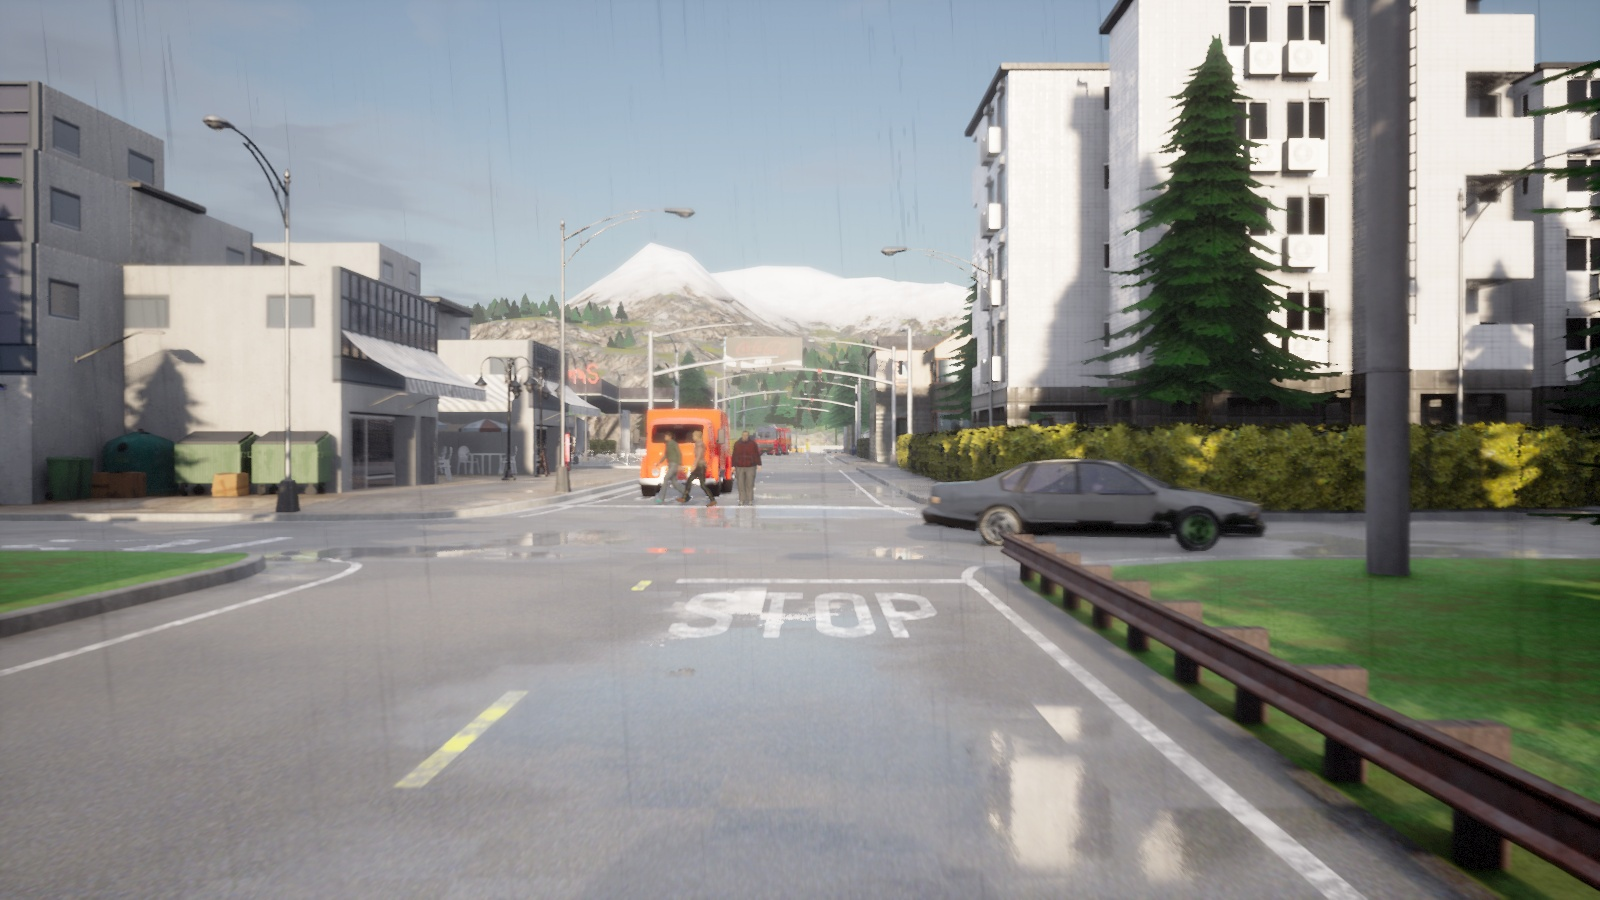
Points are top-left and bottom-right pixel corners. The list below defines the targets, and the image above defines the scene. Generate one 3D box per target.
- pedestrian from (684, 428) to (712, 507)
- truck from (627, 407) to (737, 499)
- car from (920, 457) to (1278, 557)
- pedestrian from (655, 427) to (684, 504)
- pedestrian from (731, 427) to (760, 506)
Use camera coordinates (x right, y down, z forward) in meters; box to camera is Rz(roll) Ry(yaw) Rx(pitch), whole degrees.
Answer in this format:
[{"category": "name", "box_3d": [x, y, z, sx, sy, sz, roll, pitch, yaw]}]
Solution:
[{"category": "pedestrian", "box_3d": [-2.384, 0.412, 29.381, 0.634, 1.846, 0.331, 0, 0, -2]}, {"category": "truck", "box_3d": [-3.278, 0.050, 36.113, 2.627, 2.467, 5.204, 0, 1, 0]}, {"category": "car", "box_3d": [4.768, 0.854, 20.315, 5.357, 1.411, 2.033, 0, 0, 16]}, {"category": "pedestrian", "box_3d": [-3.143, 0.370, 30.267, 0.614, 1.847, 0.353, 0, 0, -22]}, {"category": "pedestrian", "box_3d": [-1.289, 0.386, 29.822, 0.634, 1.844, 0.899, 0, 0, 2]}]
